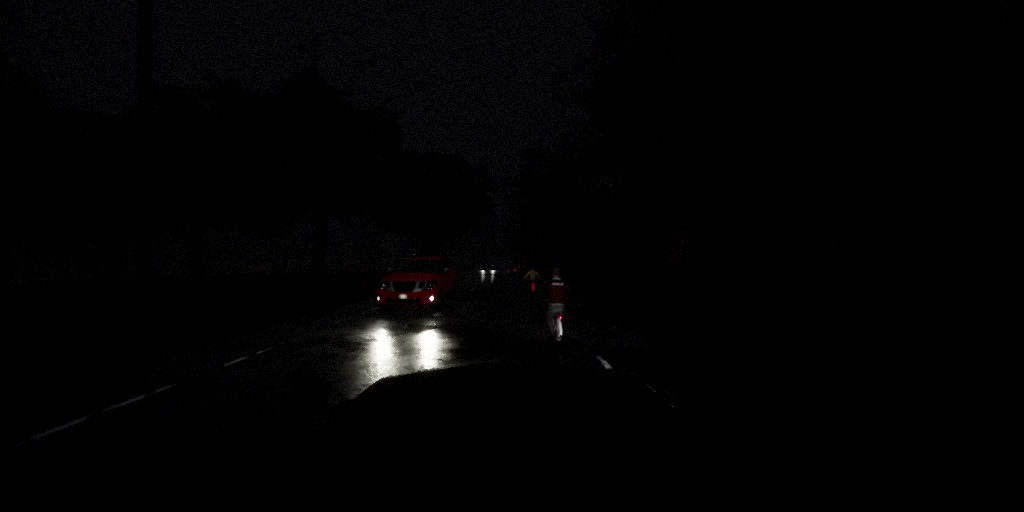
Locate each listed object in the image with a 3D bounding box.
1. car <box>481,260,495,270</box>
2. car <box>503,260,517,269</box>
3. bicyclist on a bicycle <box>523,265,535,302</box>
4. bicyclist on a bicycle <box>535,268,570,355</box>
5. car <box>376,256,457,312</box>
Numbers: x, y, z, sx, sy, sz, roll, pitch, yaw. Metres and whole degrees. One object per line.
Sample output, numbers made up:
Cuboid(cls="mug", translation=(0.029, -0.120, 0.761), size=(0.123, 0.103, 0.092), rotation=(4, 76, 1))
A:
Cuboid(cls="car", translation=(-3.735, 1.429, 56.144), size=(1.837, 1.490, 4.892), rotation=(0, 0, 0))
Cuboid(cls="car", translation=(-0.070, 1.557, 62.495), size=(1.895, 1.301, 4.718), rotation=(0, 0, 0))
Cuboid(cls="bicyclist on a bicycle", translation=(0.923, 1.220, 16.100), size=(0.866, 1.612, 1.509), rotation=(0, -1, 0))
Cuboid(cls="bicyclist on a bicycle", translation=(0.947, 1.133, 7.834), size=(0.659, 1.776, 1.843), rotation=(0, 0, 0))
Cuboid(cls="car", translation=(-3.635, 1.000, 14.708), size=(2.150, 2.045, 5.566), rotation=(0, 0, 0))
